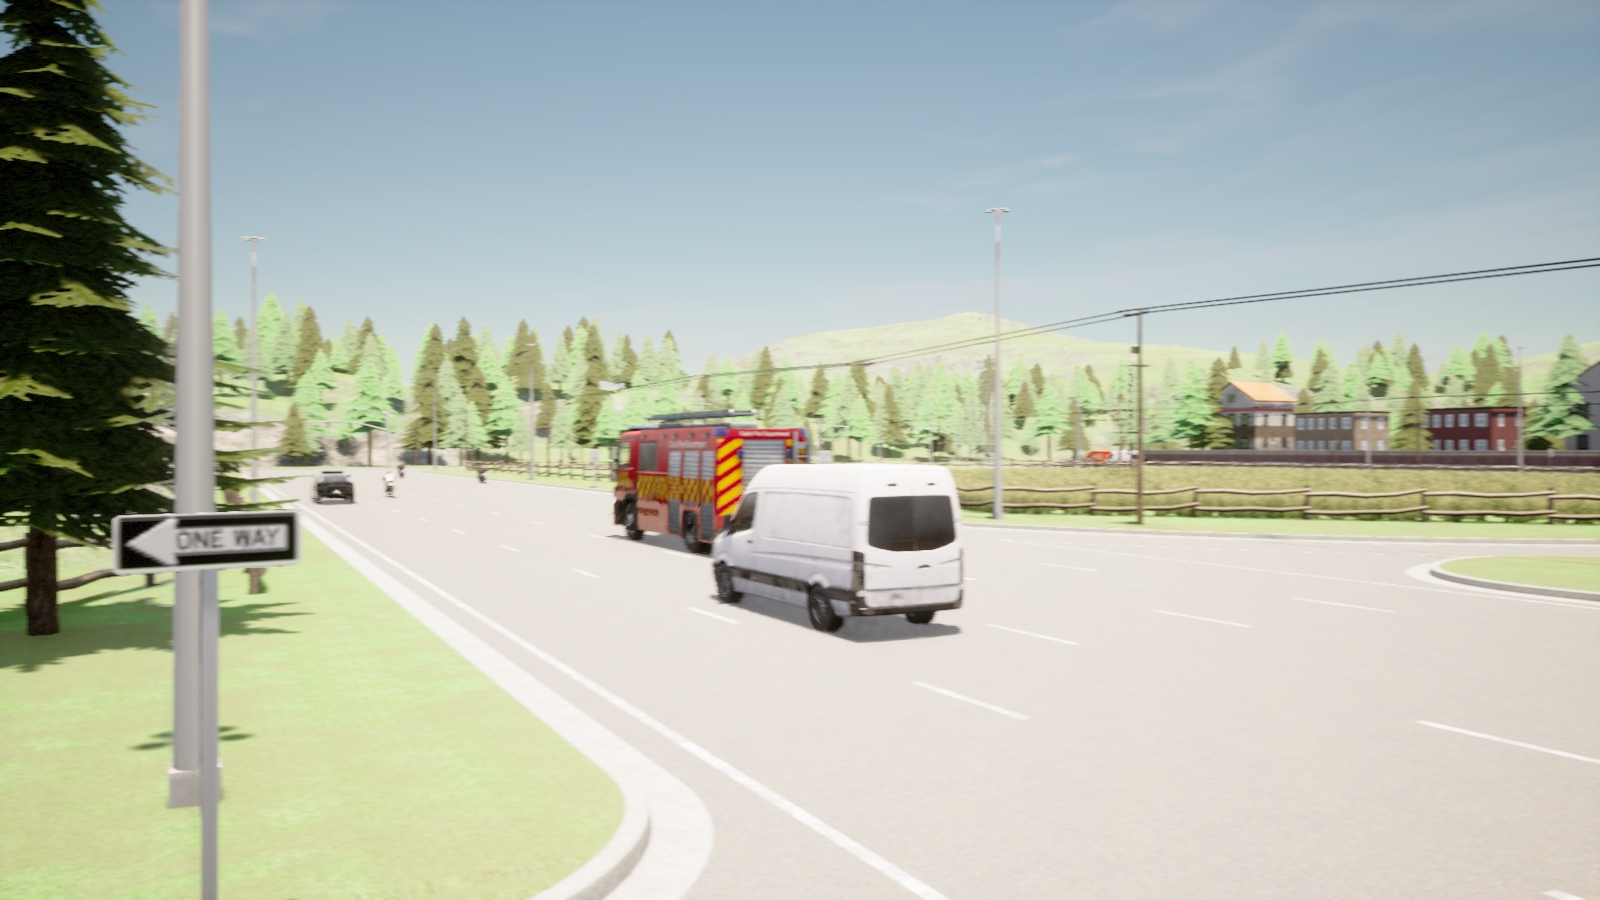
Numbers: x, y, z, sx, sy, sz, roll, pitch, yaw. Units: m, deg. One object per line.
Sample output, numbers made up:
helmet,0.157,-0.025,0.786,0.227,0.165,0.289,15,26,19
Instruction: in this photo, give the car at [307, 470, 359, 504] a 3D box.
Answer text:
car,-24.751,1.926,60.429,2.097,1.638,5.238,0,0,-27

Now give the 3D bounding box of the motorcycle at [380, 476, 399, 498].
motorcycle,-23.804,2.122,66.218,0.803,1.199,2.033,0,0,-27

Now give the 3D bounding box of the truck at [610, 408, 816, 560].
truck,-2.802,0.852,33.226,2.891,3.827,8.468,0,0,-27

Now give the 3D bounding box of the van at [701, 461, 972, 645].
van,0.365,1.511,19.477,1.988,2.561,5.915,0,0,-27
